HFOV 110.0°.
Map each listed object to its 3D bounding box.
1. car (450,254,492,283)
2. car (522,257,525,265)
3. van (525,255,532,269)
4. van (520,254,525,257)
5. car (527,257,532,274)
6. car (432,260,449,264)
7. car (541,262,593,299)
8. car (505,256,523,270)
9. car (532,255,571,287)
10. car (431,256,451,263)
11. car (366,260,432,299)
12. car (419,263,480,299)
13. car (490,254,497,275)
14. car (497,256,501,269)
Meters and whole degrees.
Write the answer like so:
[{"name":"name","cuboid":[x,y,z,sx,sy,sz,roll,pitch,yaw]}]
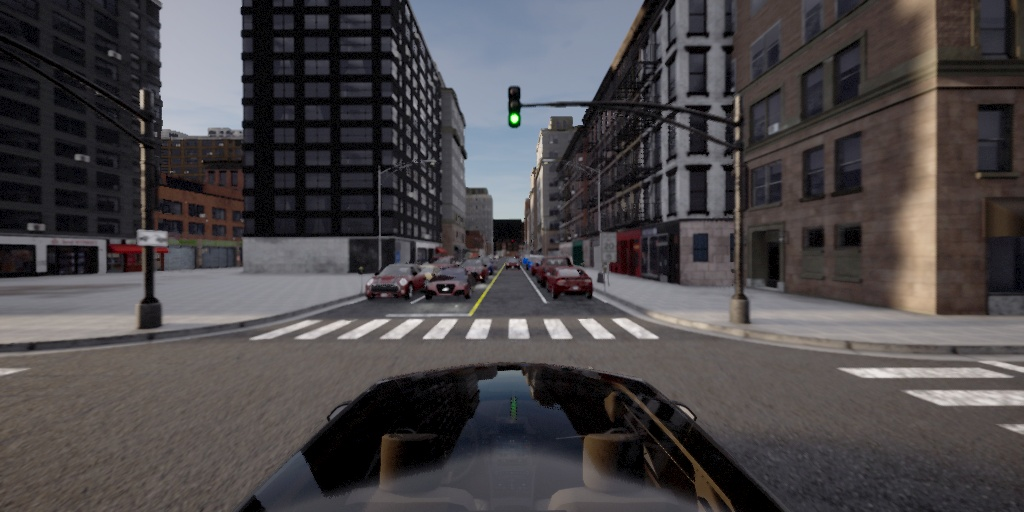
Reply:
[{"name":"car","cuboid":[-2.833,0.955,25.897,2.097,1.767,4.553,0,0,0]},{"name":"car","cuboid":[2.645,1.018,44.157,1.948,1.339,4.313,0,0,0]},{"name":"van","cuboid":[2.644,0.829,38.748,1.690,1.789,3.998,0,0,0]},{"name":"van","cuboid":[2.648,0.683,60.385,1.690,1.789,3.998,0,0,0]},{"name":"car","cuboid":[2.643,1.070,33.338,1.888,1.381,4.507,0,0,0]},{"name":"car","cuboid":[-5.384,1.164,22.350,1.751,1.417,4.829,0,0,0]},{"name":"car","cuboid":[2.640,1.175,17.110,1.888,1.381,4.507,0,0,0]},{"name":"car","cuboid":[0.107,1.053,46.198,1.895,1.301,4.718,0,0,0]},{"name":"car","cuboid":[2.642,0.910,22.519,2.192,1.841,5.009,0,0,0]},{"name":"car","cuboid":[-5.383,0.918,27.930,2.192,1.841,5.009,0,0,0]},{"name":"car","cuboid":[-5.384,1.113,17.111,1.967,1.591,4.097,0,0,0]},{"name":"car","cuboid":[-2.851,1.222,17.279,1.994,1.385,4.181,0,0,-1]},{"name":"car","cuboid":[-2.836,0.897,34.772,2.097,1.767,4.553,0,0,0]},{"name":"car","cuboid":[-2.815,1.042,44.793,1.994,1.385,4.181,0,0,0]}]
